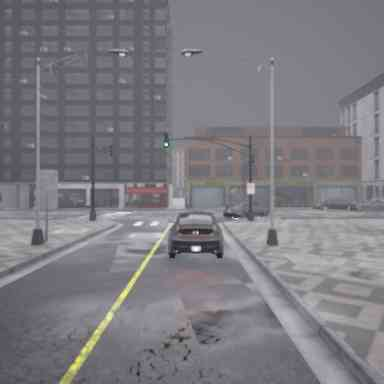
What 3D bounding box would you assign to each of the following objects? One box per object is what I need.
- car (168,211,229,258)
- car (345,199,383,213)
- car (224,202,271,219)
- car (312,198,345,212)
[{"bbox_3d":[0.134,1.486,12.664,1.837,1.490,4.892,0,0,0],"label":"car"},{"bbox_3d":[18.844,1.485,34.859,4.181,1.385,1.994,0,0,0],"label":"car"},{"bbox_3d":[4.616,1.463,27.219,4.181,1.385,1.994,0,-1,-34],"label":"car"},{"bbox_3d":[16.293,1.452,38.113,4.892,1.490,1.837,0,0,0],"label":"car"}]
